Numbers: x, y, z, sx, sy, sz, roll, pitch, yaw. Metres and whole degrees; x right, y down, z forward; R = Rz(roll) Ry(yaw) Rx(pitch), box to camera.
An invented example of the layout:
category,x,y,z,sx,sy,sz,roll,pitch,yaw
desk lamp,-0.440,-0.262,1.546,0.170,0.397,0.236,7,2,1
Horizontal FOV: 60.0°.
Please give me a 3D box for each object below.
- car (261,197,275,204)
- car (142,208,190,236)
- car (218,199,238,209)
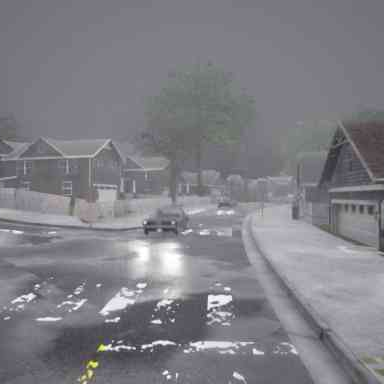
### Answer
category,x,y,z,sx,sy,sz,roll,pitch,yaw
car,16.032,1.718,69.676,1.994,1.385,4.181,0,-1,30
car,-1.351,1.601,18.698,1.895,1.301,4.718,0,0,8
car,4.823,1.559,44.717,1.895,1.301,4.718,0,0,19
